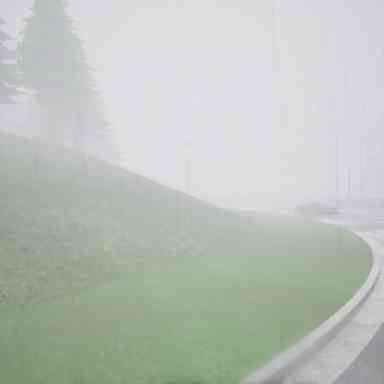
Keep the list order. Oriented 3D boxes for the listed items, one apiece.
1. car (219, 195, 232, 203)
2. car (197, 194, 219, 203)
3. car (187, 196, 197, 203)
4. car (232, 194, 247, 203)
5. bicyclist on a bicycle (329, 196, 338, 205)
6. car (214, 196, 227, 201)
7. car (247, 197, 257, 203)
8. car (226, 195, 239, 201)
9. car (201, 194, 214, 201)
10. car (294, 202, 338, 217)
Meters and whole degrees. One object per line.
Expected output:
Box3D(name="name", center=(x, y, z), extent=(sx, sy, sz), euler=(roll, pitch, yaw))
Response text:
Box3D(name="car", center=(7.011, 1.789, 77.887), extent=(1.882, 1.535, 5.008), euler=(0, 0, -16))
Box3D(name="car", center=(3.635, 1.535, 76.961), extent=(2.150, 2.045, 5.566), euler=(0, 0, -16))
Box3D(name="car", center=(0.799, 1.719, 86.956), extent=(1.812, 1.442, 4.674), euler=(0, 0, -16))
Box3D(name="car", center=(10.370, 1.539, 78.872), extent=(2.150, 2.045, 5.566), euler=(0, 0, -16))
Box3D(name="bicyclist on a bicycle", center=(24.366, 1.525, 57.259), extent=(1.656, 1.620, 0.582), euler=(0, 0, -16))
Box3D(name="car", center=(7.534, 1.699, 88.867), extent=(1.837, 1.490, 4.892), euler=(0, 0, -16))
Box3D(name="car", center=(13.745, 1.855, 79.797), extent=(2.033, 1.411, 5.357), euler=(0, 0, -16))
Box3D(name="car", center=(10.901, 1.700, 89.822), extent=(1.837, 1.490, 4.892), euler=(0, 0, -16))
Box3D(name="car", center=(4.175, 1.552, 87.883), extent=(2.097, 1.767, 4.553), euler=(0, 0, -16))
Box3D(name="car", center=(12.311, 1.679, 33.279), extent=(2.033, 1.411, 5.357), euler=(0, 0, -12))
